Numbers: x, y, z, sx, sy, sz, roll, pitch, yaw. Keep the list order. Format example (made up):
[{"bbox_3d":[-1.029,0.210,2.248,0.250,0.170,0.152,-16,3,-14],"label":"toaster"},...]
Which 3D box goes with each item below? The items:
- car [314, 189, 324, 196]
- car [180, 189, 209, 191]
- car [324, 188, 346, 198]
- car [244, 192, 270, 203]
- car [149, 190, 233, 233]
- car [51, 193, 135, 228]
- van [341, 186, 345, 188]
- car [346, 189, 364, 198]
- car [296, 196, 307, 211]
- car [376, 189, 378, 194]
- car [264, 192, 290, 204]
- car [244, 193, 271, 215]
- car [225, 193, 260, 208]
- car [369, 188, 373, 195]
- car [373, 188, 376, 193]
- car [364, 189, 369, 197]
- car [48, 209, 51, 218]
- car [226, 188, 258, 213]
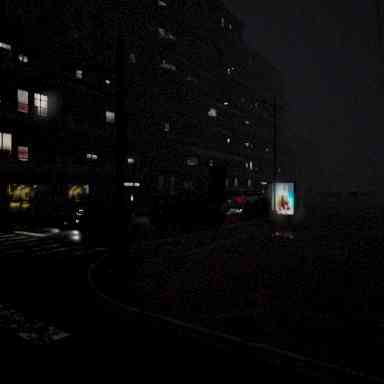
[{"bbox_3d":[27.998,-0.024,72.435,1.967,1.590,4.097,2,2,35],"label":"car"},{"bbox_3d":[-0.103,0.765,27.880,2.150,2.045,5.566,0,1,36],"label":"car"},{"bbox_3d":[25.000,0.407,58.109,1.895,1.301,4.718,0,1,35],"label":"car"},{"bbox_3d":[8.890,0.755,45.196,1.802,1.307,4.206,2,2,35],"label":"car"},{"bbox_3d":[-0.135,1.026,17.726,2.192,1.841,5.009,1,2,35],"label":"car"},{"bbox_3d":[-5.640,1.075,19.992,2.097,1.767,4.553,0,1,35],"label":"car"},{"bbox_3d":[37.553,-0.445,86.054,1.690,1.788,3.998,2,2,35],"label":"van"},{"bbox_3d":[28.532,0.309,58.605,1.887,1.381,4.507,1,2,35],"label":"car"},{"bbox_3d":[9.419,0.965,31.357,1.947,1.339,4.313,1,2,35],"label":"car"},{"bbox_3d":[44.457,-0.220,81.312,2.008,1.369,4.403,1,2,35],"label":"car"},{"bbox_3d":[11.363,0.731,44.162,1.994,1.385,4.181,0,1,36],"label":"car"},{"bbox_3d":[6.234,1.069,26.815,1.947,1.339,4.313,1,2,35],"label":"car"},{"bbox_3d":[5.546,0.884,35.919,1.812,1.442,4.674,0,1,35],"label":"car"},{"bbox_3d":[34.902,0.096,67.688,1.887,1.381,4.507,1,2,35],"label":"car"},{"bbox_3d":[38.087,-0.011,72.230,1.887,1.381,4.507,1,2,35],"label":"car"},{"bbox_3d":[31.717,0.099,63.143,1.967,1.590,4.097,1,2,35],"label":"car"},{"bbox_3d":[-7.030,1.010,22.487,2.192,1.841,5.009,1,2,35],"label":"car"},{"bbox_3d":[4.557,0.705,28.958,2.150,2.045,5.566,0,1,35],"label":"car"}]
